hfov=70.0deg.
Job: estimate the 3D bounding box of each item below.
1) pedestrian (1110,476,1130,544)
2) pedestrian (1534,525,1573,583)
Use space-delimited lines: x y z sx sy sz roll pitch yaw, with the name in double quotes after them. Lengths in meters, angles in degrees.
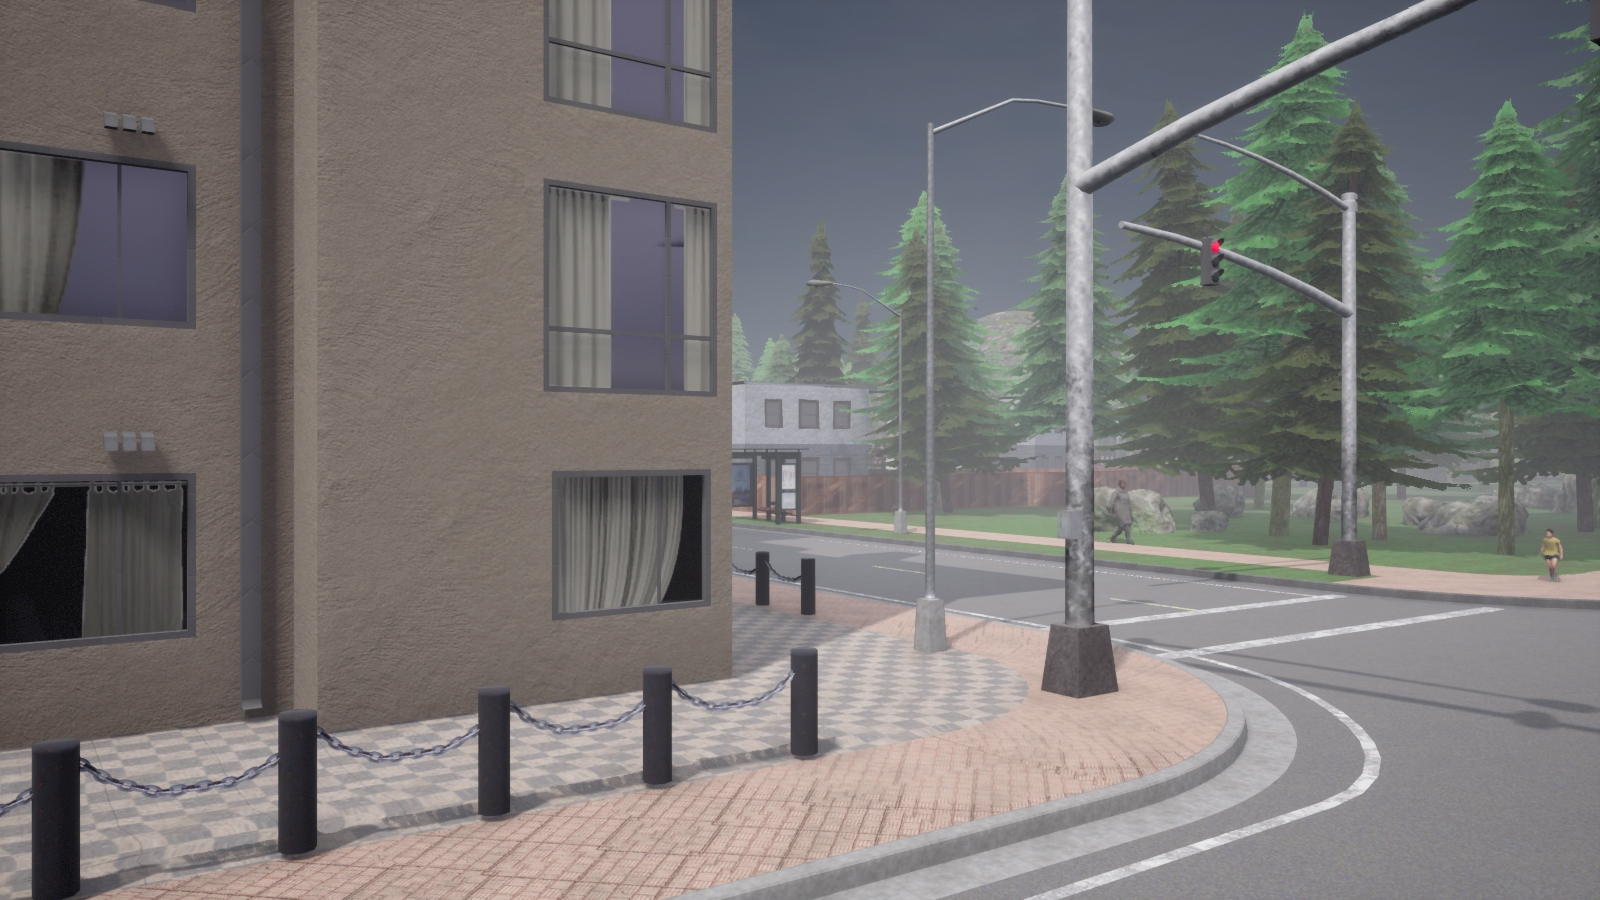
8.957 1.676 31.985 0.375 1.860 0.375 0 0 -34 "pedestrian"
14.966 2.054 22.700 0.500 1.100 0.500 0 0 -34 "pedestrian"
